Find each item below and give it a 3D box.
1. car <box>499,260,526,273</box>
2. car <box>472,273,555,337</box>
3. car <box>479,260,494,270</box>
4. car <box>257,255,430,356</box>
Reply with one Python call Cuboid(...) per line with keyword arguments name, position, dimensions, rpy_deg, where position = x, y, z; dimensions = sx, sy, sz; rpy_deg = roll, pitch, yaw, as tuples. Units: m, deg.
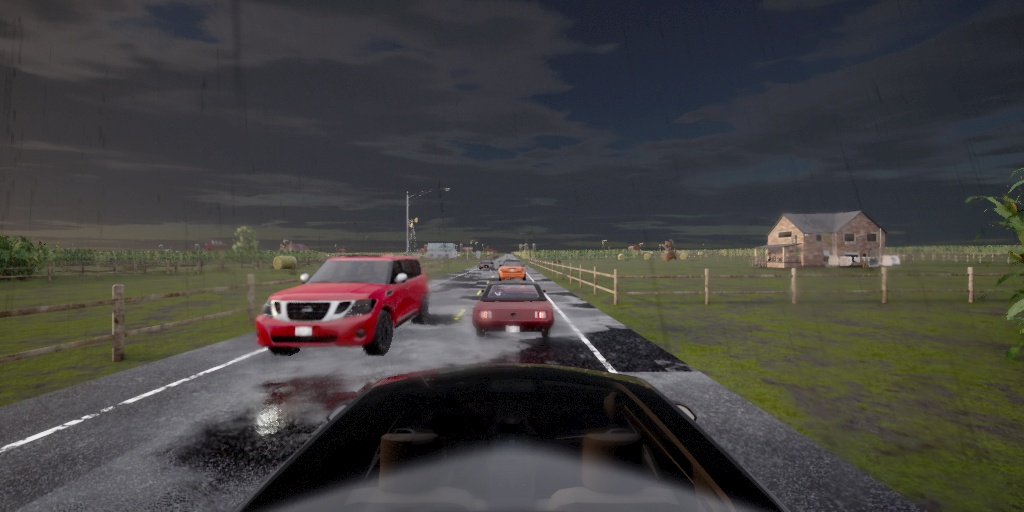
Cuboid(name="car", position=(0.017, 1.088, 29.010), dimensions=(2.097, 1.767, 4.553), rpy_deg=(0, 0, 0))
Cuboid(name="car", position=(0.044, 1.350, 10.241), dimensions=(1.895, 1.301, 4.718), rpy_deg=(0, 0, 0))
Cuboid(name="car", position=(-3.621, 1.267, 51.931), dimensions=(1.994, 1.385, 4.181), rpy_deg=(0, 0, 0))
Cuboid(name="car", position=(-3.614, 0.974, 8.990), dimensions=(2.150, 2.045, 5.566), rpy_deg=(0, 0, 0))
